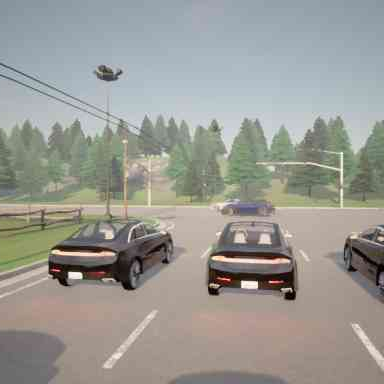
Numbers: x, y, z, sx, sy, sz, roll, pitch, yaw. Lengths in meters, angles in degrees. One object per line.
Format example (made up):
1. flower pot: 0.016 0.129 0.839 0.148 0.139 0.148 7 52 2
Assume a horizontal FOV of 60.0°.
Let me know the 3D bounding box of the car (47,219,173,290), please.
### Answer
1. car: -1.886 1.491 9.164 2.128 1.511 4.902 0 0 12

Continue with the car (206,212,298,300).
1. car: 1.547 1.491 8.474 2.128 1.511 4.902 0 0 12

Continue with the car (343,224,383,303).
1. car: 4.981 1.491 7.799 2.128 1.511 4.902 0 0 12

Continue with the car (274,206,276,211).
1. car: 5.946 1.547 34.507 5.357 1.411 2.033 0 0 12

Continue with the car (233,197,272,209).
1. car: 8.116 1.477 44.782 5.008 1.535 1.882 0 0 12

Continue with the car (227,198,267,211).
1. car: 6.870 1.491 41.466 4.902 1.511 2.128 0 0 12

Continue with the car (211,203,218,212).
1. car: 4.483 1.525 38.387 4.674 1.442 1.812 0 0 12

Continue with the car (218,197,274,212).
1. car: 5.097 1.352 31.110 4.553 1.767 2.097 0 0 12
